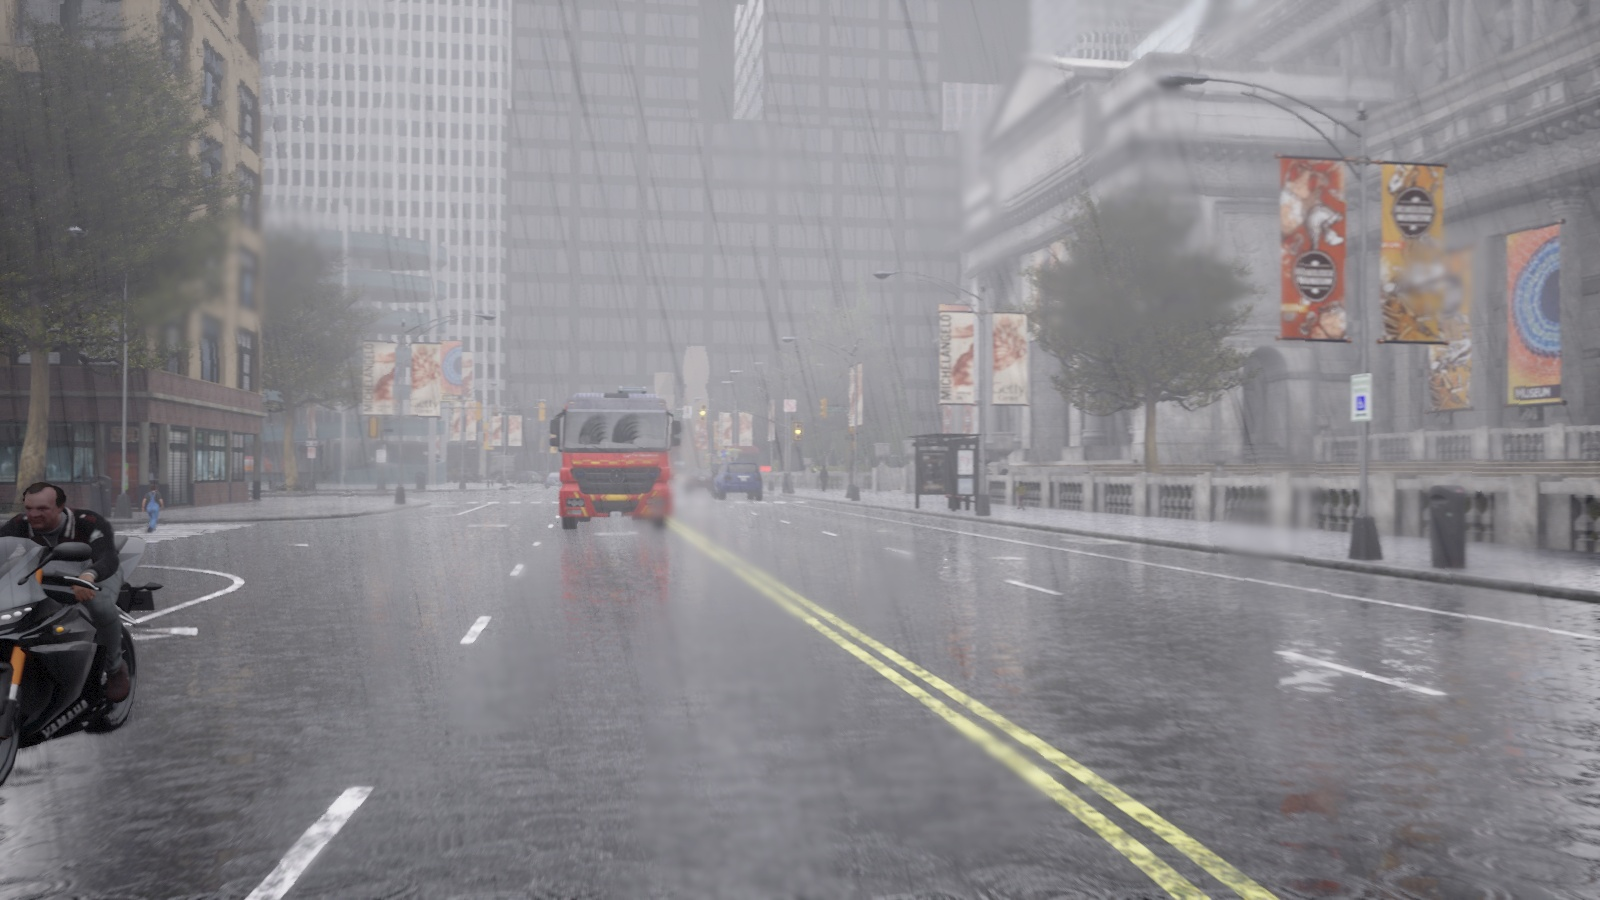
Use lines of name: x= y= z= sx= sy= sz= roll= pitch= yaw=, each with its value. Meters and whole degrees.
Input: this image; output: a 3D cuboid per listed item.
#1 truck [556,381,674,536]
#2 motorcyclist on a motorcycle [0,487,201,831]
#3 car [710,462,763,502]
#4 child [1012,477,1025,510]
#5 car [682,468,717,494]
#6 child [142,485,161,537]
truck: x=-5.293 y=0.271 z=35.477 sx=2.891 sy=3.827 sz=8.468 roll=0 pitch=-1 yaw=-9
motorcyclist on a motorcycle: x=-4.030 y=0.983 z=6.754 sx=0.866 sy=1.530 sz=2.191 roll=0 pitch=-1 yaw=-9
car: x=-3.414 y=1.664 z=66.493 sx=2.150 sy=2.045 sz=5.566 roll=0 pitch=-1 yaw=-10
child: x=7.933 y=1.576 z=45.600 sx=0.299 sy=1.160 sz=0.473 roll=0 pitch=-1 yaw=-17
car: x=-7.116 y=2.191 z=88.482 sx=2.097 sy=1.767 sz=4.553 roll=0 pitch=-1 yaw=-10
child: x=-16.053 y=1.502 z=31.099 sx=0.270 sy=1.263 sz=0.437 roll=0 pitch=-1 yaw=-6
